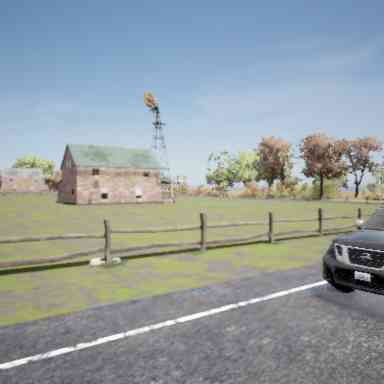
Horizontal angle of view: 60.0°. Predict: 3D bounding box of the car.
[{"bbox_3d":[5.478,1.269,7.875,5.566,2.045,2.150,1,0,-35],"label":"car"}]
